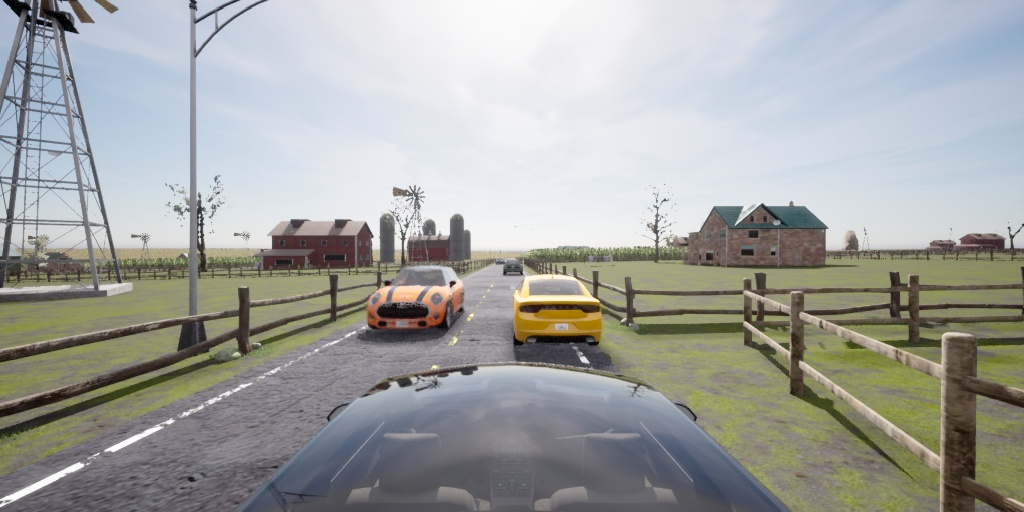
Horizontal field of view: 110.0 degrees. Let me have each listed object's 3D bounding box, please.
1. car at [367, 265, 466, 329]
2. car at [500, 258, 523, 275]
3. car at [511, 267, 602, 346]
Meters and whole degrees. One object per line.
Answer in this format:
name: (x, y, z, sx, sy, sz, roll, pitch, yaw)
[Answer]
car: (-2.737, 1.100, 11.175, 2.097, 1.767, 4.553, 0, 0, 0)
car: (0.128, 1.110, 39.337, 2.097, 1.767, 4.553, 0, 0, 0)
car: (0.974, 1.226, 9.472, 1.882, 1.535, 5.008, 0, 0, 0)
